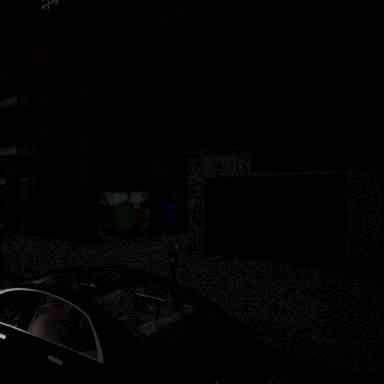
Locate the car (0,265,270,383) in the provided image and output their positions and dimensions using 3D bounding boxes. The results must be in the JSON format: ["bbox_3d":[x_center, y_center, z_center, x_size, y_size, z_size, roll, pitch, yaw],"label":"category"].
[{"bbox_3d":[-1.339,1.551,3.803,4.403,1.369,2.008,0,0,36],"label":"car"}]
